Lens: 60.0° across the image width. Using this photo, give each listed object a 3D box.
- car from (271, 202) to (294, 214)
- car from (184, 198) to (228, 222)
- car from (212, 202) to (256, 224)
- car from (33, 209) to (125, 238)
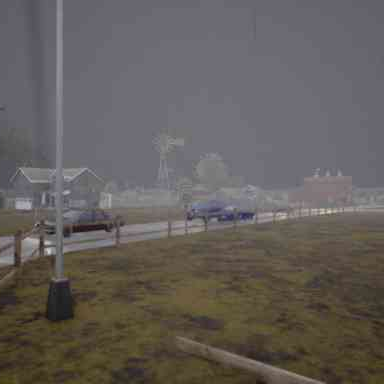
[{"bbox_3d":[12.638,2.193,46.288,1.837,1.490,4.892,0,-1,36],"label":"car"},{"bbox_3d":[1.527,1.596,30.771,2.150,2.045,5.566,0,-1,35],"label":"car"},{"bbox_3d":[4.072,1.872,29.280,1.882,1.535,5.008,0,-1,36],"label":"car"},{"bbox_3d":[-6.398,1.739,19.569,2.033,1.411,5.357,0,0,34],"label":"car"}]
